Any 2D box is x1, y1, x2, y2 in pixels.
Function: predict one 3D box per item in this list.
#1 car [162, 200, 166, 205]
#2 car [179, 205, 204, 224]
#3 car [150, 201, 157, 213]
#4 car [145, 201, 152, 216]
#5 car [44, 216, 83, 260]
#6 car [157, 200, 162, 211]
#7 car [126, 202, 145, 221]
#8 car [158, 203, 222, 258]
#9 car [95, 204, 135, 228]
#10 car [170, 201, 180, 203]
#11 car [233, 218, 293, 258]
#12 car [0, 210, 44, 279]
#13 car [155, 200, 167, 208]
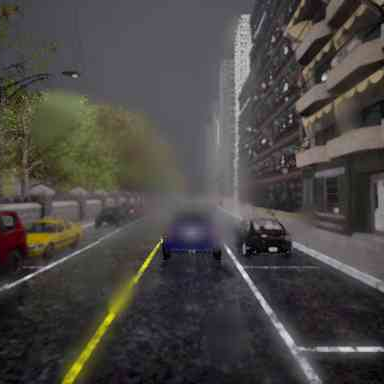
[{"bbox_3d":[-5.812,2.153,57.481,2.008,1.369,4.403,0,-1,0],"label":"car"},{"bbox_3d":[-0.001,1.858,28.479,1.994,1.385,4.181,0,-1,0],"label":"car"},{"bbox_3d":[-5.721,1.948,40.697,1.752,1.417,4.829,0,-1,0],"label":"car"},{"bbox_3d":[-5.717,1.948,35.329,1.802,1.307,4.206,0,-1,0],"label":"car"},{"bbox_3d":[-5.699,1.659,13.005,1.752,1.417,4.829,0,-1,0],"label":"car"},{"bbox_3d":[-5.725,1.924,46.407,1.967,1.590,4.097,0,-1,0],"label":"car"},{"bbox_3d":[-5.712,1.747,29.791,1.967,1.590,4.097,0,-1,0],"label":"car"},{"bbox_3d":[0.007,1.489,13.440,2.097,1.767,4.553,0,-1,0],"label":"car"},{"bbox_3d":[-5.708,1.815,24.252,1.947,1.339,4.313,0,-1,0],"label":"car"},{"bbox_3d":[-3.104,2.225,59.495,1.895,1.301,4.718,0,-1,0],"label":"car"},{"bbox_3d":[2.681,1.686,13.184,2.008,1.369,4.403,0,-1,0],"label":"car"},{"bbox_3d":[-5.693,1.394,7.639,2.192,1.841,5.009,0,-1,0],"label":"car"},{"bbox_3d":[-5.868,2.208,63.020,1.887,1.381,4.507,0,-1,0],"label":"car"}]
